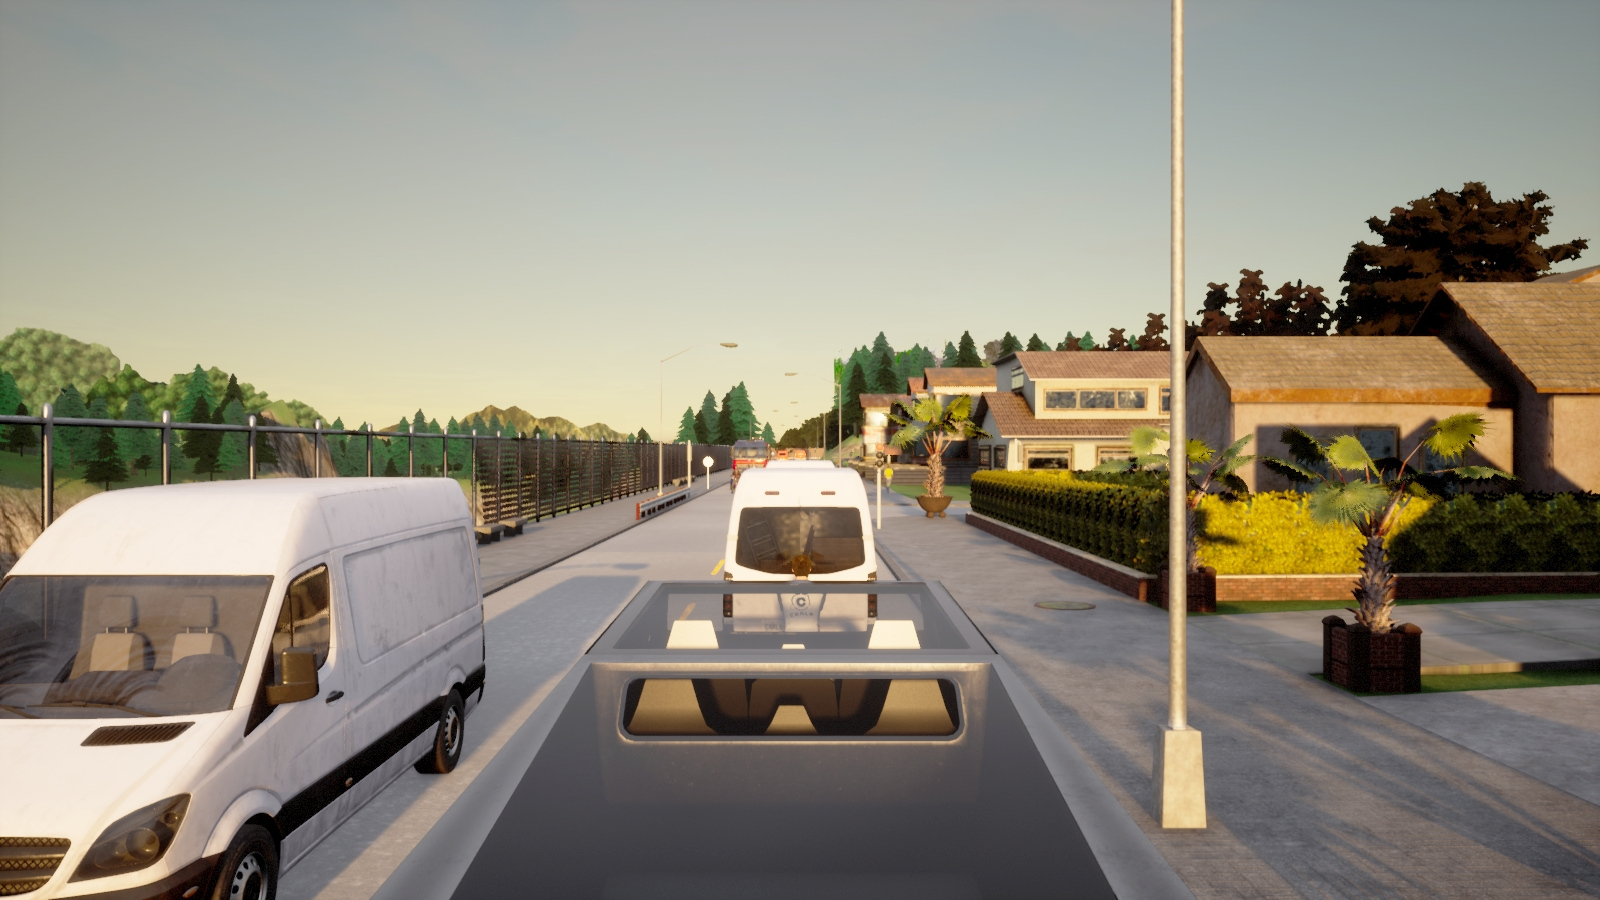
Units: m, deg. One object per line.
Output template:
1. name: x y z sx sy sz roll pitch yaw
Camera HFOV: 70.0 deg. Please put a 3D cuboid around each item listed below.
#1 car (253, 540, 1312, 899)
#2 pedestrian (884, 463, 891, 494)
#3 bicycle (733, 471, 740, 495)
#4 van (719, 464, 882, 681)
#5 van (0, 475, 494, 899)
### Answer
1. car: -0.034 1.751 5.716 2.390 2.098 6.274 0 0 0
2. pedestrian: 5.324 1.711 69.426 0.375 1.860 0.375 0 0 1
3. bicycle: -3.968 2.032 71.211 0.329 1.471 1.835 0 0 0
4. van: 0.009 1.528 16.844 1.988 2.561 5.915 0 0 0
5. van: -3.993 1.531 8.228 1.988 2.561 5.915 0 0 0
